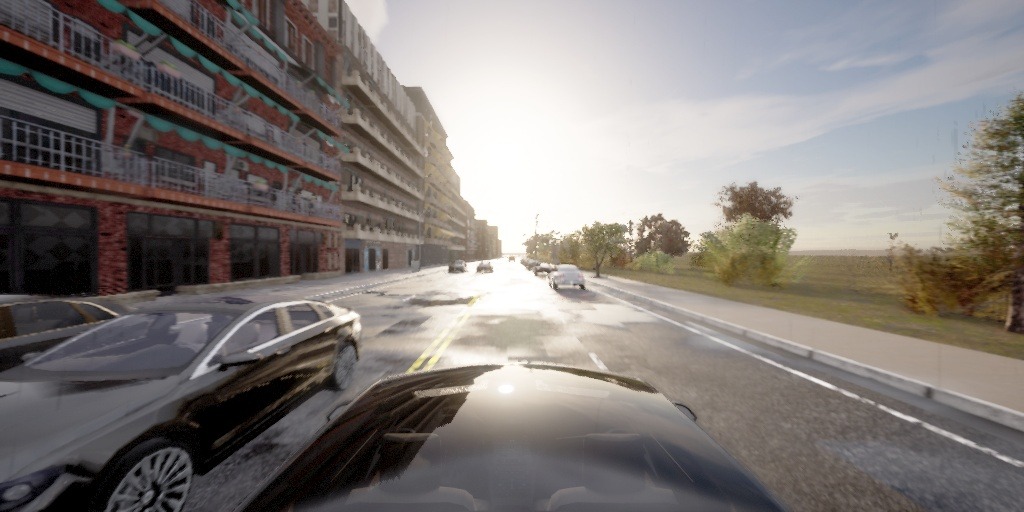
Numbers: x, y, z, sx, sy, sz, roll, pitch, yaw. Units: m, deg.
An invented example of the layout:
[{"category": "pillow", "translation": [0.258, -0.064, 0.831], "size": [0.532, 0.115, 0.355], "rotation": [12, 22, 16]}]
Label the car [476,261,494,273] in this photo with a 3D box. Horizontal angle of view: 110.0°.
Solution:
[{"category": "car", "translation": [-3.326, 1.322, 44.584], "size": [1.994, 1.385, 4.181], "rotation": [0, 0, 0]}]

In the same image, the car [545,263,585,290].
[{"category": "car", "translation": [3.345, 1.279, 22.419], "size": [1.812, 1.442, 4.674], "rotation": [0, 0, 0]}]

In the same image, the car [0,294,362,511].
[{"category": "car", "translation": [-3.349, 1.241, 3.922], "size": [2.128, 1.511, 4.902], "rotation": [0, 0, 0]}]

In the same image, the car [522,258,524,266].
[{"category": "car", "translation": [3.239, 1.334, 63.618], "size": [1.994, 1.385, 4.181], "rotation": [0, 0, 0]}]

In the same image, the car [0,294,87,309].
[{"category": "car", "translation": [-6.599, 1.255, 3.921], "size": [1.837, 1.490, 4.892], "rotation": [0, 0, 0]}]

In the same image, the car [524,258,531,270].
[{"category": "car", "translation": [3.240, 1.255, 52.618], "size": [2.128, 1.511, 4.902], "rotation": [0, 0, 0]}]

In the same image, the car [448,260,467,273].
[{"category": "car", "translation": [-6.581, 1.261, 43.779], "size": [1.837, 1.490, 4.892], "rotation": [0, 0, 0]}]

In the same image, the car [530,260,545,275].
[{"category": "car", "translation": [3.343, 1.358, 39.580], "size": [1.895, 1.301, 4.718], "rotation": [0, 0, 0]}]
